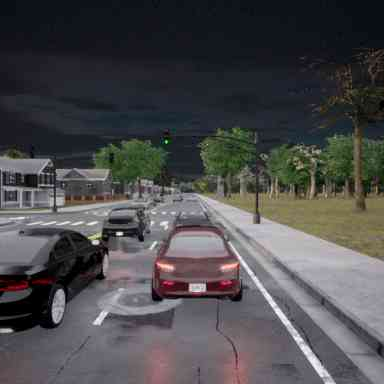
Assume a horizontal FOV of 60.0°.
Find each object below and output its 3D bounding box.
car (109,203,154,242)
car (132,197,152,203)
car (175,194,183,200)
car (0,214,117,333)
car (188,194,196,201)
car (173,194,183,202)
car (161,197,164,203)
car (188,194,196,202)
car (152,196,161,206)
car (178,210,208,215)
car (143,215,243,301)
[{"bbox_3d":[-3.124,1.504,16.403,1.837,1.490,4.892,0,0,-2],"label":"car"},{"bbox_3d":[-6.596,1.592,42.019,1.895,1.301,4.718,0,0,0],"label":"car"},{"bbox_3d":[-3.246,1.328,83.956,1.812,1.442,4.674,0,0,0],"label":"car"},{"bbox_3d":[-3.152,1.477,6.977,1.882,1.535,5.008,0,0,0],"label":"car"},{"bbox_3d":[0.004,1.329,83.955,2.128,1.511,4.902,0,0,0],"label":"car"},{"bbox_3d":[-3.247,1.495,73.535,2.033,1.411,5.357,0,0,0],"label":"car"},{"bbox_3d":[-6.544,1.534,65.317,1.994,1.385,4.181,0,0,0],"label":"car"},{"bbox_3d":[0.003,1.551,73.981,1.895,1.301,4.718,0,0,0],"label":"car"},{"bbox_3d":[-6.590,1.473,52.142,2.128,1.511,4.902,0,0,0],"label":"car"},{"bbox_3d":[0.045,1.600,17.350,1.895,1.301,4.718,0,0,1],"label":"car"},{"bbox_3d":[0.102,1.525,8.178,1.812,1.442,4.674,0,0,0],"label":"car"}]
